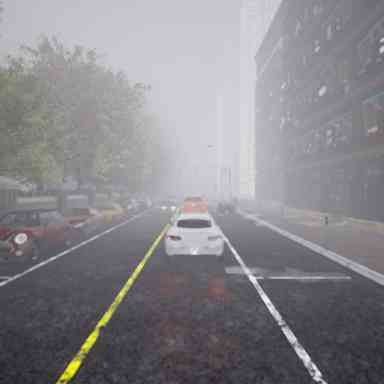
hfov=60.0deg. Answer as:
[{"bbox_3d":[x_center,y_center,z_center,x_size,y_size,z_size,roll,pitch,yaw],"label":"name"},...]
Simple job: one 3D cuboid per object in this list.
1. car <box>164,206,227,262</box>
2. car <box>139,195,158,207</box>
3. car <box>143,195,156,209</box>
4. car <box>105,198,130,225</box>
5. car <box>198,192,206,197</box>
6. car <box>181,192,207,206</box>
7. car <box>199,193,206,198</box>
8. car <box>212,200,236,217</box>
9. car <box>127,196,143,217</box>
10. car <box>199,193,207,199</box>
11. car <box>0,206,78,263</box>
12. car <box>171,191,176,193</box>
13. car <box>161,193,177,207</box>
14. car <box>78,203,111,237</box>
[{"bbox_3d":[0.080,1.422,11.599,1.812,1.442,4.674,0,1,0],"label":"car"},{"bbox_3d":[-5.782,1.161,44.558,1.887,1.381,4.507,0,0,0],"label":"car"},{"bbox_3d":[-5.734,1.213,39.018,2.008,1.369,4.403,0,0,0],"label":"car"},{"bbox_3d":[-5.671,1.330,22.233,1.752,1.417,4.829,0,0,0],"label":"car"},{"bbox_3d":[2.768,0.800,93.733,1.947,1.339,4.313,0,0,0],"label":"car"},{"bbox_3d":[0.107,1.093,29.821,2.097,1.767,4.553,0,1,0],"label":"car"},{"bbox_3d":[2.763,0.842,88.101,1.947,1.339,4.313,0,0,0],"label":"car"},{"bbox_3d":[2.714,1.307,27.938,2.008,1.369,4.403,0,0,0],"label":"car"},{"bbox_3d":[-5.666,1.196,27.942,1.967,1.590,4.097,0,0,0],"label":"car"},{"bbox_3d":[2.758,0.884,82.468,1.947,1.339,4.313,0,0,0],"label":"car"},{"bbox_3d":[-5.679,1.339,11.326,1.967,1.590,4.097,0,1,0],"label":"car"},{"bbox_3d":[-5.617,0.857,88.107,1.802,1.307,4.206,0,0,0],"label":"car"},{"bbox_3d":[-3.030,1.164,44.550,2.033,1.411,5.357,0,0,0],"label":"car"},{"bbox_3d":[-5.675,1.433,16.866,1.802,1.307,4.206,0,0,0],"label":"car"}]
